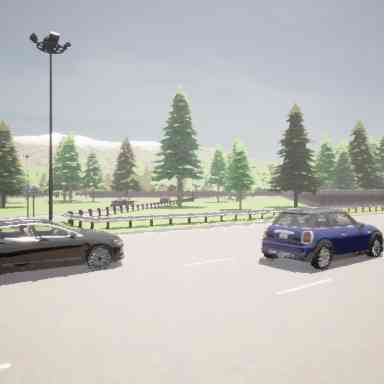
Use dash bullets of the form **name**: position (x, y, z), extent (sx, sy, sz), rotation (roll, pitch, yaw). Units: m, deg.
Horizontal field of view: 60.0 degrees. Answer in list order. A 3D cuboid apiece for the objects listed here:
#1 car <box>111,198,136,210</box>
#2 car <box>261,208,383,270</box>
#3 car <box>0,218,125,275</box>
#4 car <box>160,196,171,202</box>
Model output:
- **car**: position (-8.779, 1.489, 43.055), extent (2.128, 1.511, 4.902), rotation (0, 0, 11)
- **car**: position (4.480, 1.350, 11.222), extent (4.553, 1.767, 2.097), rotation (0, 0, -35)
- **car**: position (-4.327, 1.492, 9.254), extent (4.902, 1.511, 2.128), rotation (0, 0, -35)
- **car**: position (-5.586, 1.522, 69.768), extent (1.812, 1.442, 4.674), rotation (0, 0, 5)
